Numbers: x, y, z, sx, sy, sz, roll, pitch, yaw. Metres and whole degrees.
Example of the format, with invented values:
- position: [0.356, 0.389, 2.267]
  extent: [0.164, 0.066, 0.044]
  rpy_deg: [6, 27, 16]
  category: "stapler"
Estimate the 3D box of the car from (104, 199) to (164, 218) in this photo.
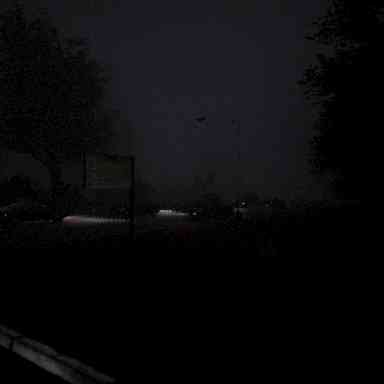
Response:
- position: [-5.170, 1.444, 30.452]
  extent: [1.882, 1.535, 5.008]
  rpy_deg: [0, 0, 39]
  category: "car"

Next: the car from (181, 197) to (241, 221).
- position: [1.704, 1.463, 27.515]
  extent: [2.128, 1.511, 4.902]
  rpy_deg: [0, 0, 39]
  category: "car"

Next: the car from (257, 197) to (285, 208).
- position: [11.211, 1.478, 45.792]
  extent: [1.895, 1.301, 4.718]
  rpy_deg: [0, 0, 36]
  category: "car"

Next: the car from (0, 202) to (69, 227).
- position: [-11.058, 1.465, 23.080]
  extent: [2.128, 1.511, 4.902]
  rpy_deg: [0, 0, 39]
  category: "car"

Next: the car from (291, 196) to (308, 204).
- position: [18.260, 1.354, 56.301]
  extent: [1.994, 1.385, 4.181]
  rpy_deg: [0, 0, 32]
  category: "car"

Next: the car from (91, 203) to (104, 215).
- position: [-7.640, 1.453, 32.970]
  extent: [2.128, 1.511, 4.902]
  rpy_deg: [0, 0, 38]
  category: "car"

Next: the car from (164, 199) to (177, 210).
- position: [-1.206, 1.478, 41.154]
  extent: [2.033, 1.411, 5.357]
  rpy_deg: [0, 0, 38]
  category: "car"

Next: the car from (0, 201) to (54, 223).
- position: [-13.372, 1.495, 25.787]
  extent: [1.812, 1.442, 4.674]
  rpy_deg: [0, 0, 40]
  category: "car"

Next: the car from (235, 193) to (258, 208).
- position: [7.603, 1.102, 47.006]
  extent: [2.150, 2.045, 5.566]
  rpy_deg: [0, 0, 36]
  category: "car"

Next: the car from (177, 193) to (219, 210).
- position: [1.125, 1.159, 38.456]
  extent: [2.150, 2.045, 5.566]
  rpy_deg: [0, 0, 38]
  category: "car"
